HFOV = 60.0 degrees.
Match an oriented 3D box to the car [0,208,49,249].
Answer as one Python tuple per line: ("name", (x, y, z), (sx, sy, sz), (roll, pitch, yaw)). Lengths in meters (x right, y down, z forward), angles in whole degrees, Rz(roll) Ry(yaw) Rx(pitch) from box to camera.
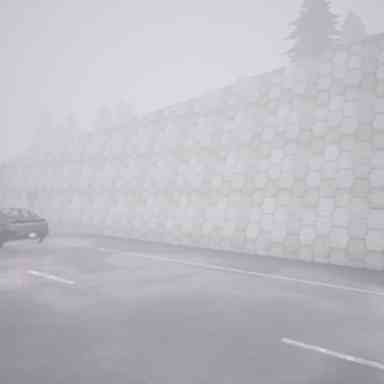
("car", (-8.011, 1.411, 14.005), (4.902, 1.511, 2.128), (0, 0, 36))
